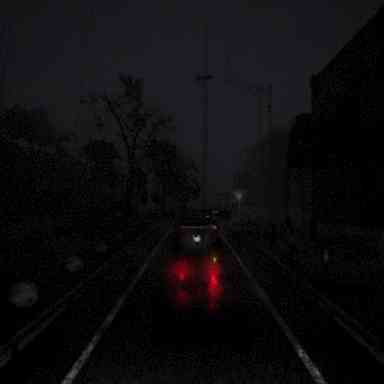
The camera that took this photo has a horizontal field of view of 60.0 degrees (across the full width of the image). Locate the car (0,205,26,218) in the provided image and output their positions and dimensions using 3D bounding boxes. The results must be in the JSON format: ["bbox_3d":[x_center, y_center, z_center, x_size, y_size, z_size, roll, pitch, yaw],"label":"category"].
[{"bbox_3d":[-21.126,2.155,36.742,4.902,1.511,2.128,1,-2,-32],"label":"car"}]

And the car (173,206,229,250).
[{"bbox_3d":[0.198,1.542,14.531,2.128,1.511,4.902,0,-1,0],"label":"car"}]

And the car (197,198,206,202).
[{"bbox_3d":[2.145,2.444,79.608,2.033,1.411,5.357,0,0,2],"label":"car"}]

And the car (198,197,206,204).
[{"bbox_3d":[2.937,2.371,94.483,2.097,1.767,4.553,0,-1,5],"label":"car"}]

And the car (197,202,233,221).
[{"bbox_3d":[2.285,1.921,29.983,2.128,1.511,4.902,-1,-2,22],"label":"car"}]
